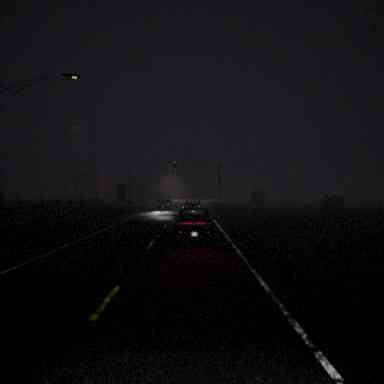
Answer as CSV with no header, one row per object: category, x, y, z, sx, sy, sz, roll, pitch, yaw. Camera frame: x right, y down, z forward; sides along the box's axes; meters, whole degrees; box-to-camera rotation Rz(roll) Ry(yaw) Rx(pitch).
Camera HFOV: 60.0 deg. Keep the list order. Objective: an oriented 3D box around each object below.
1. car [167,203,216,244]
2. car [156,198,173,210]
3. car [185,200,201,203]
car,0.097,1.482,15.767,2.128,1.511,4.902,0,0,0
car,-3.508,1.465,42.695,2.128,1.511,4.902,0,0,0
car,0.093,1.466,31.531,2.128,1.511,4.902,0,0,0
